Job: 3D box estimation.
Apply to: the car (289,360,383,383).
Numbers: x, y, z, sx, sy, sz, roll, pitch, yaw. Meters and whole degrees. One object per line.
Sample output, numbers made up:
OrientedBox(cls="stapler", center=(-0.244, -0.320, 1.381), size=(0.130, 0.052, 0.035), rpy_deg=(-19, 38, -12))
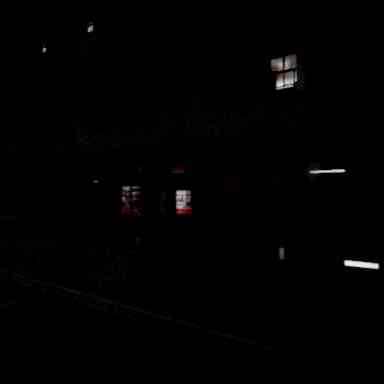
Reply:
OrientedBox(cls="car", center=(2.428, 1.555, 1.324), size=(4.403, 1.369, 2.008), rpy_deg=(0, -1, 36))
